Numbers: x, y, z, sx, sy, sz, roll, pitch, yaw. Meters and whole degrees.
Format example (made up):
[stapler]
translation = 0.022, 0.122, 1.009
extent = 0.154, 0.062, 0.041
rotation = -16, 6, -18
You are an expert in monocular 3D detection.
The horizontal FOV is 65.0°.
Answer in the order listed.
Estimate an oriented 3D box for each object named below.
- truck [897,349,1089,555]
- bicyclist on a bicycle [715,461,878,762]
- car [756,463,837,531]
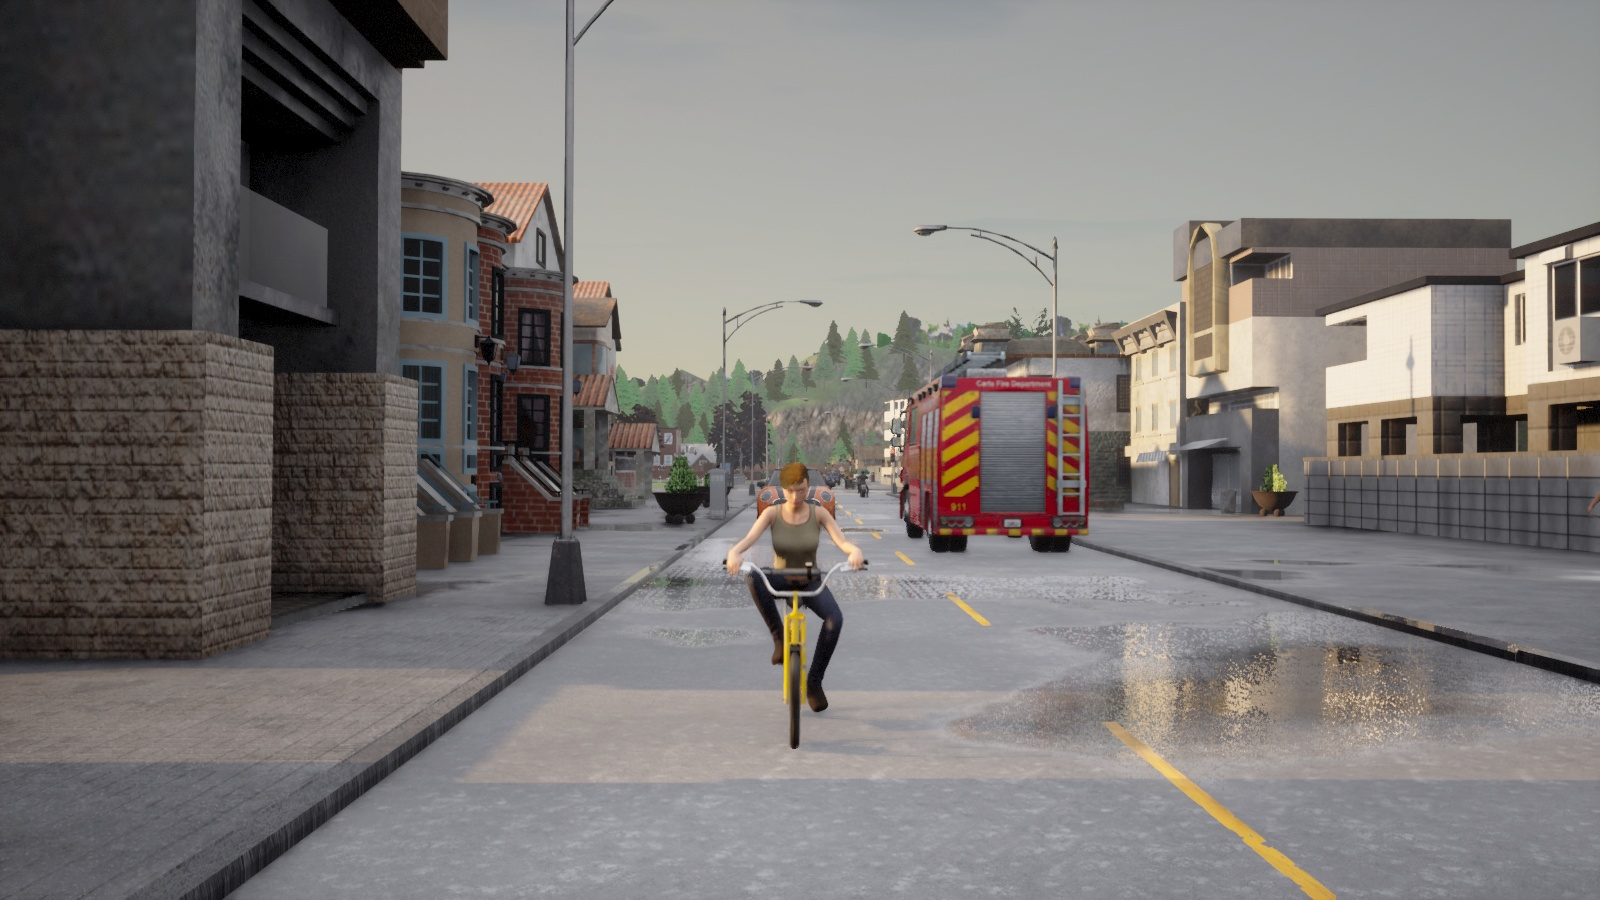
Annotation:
[truck]
translation = 3.922, 0.098, 27.634
extent = 2.891, 3.827, 8.468
rotation = 0, -1, 0
[bicyclist on a bicycle]
translation = -0.021, 0.877, 7.490
extent = 0.866, 1.612, 1.509
rotation = 0, -1, 0
[car]
translation = -0.094, 1.260, 34.984
extent = 2.097, 1.767, 4.553
rotation = 0, -1, 0
